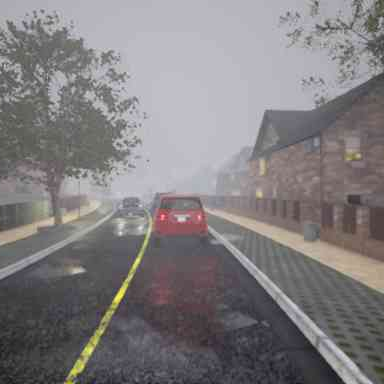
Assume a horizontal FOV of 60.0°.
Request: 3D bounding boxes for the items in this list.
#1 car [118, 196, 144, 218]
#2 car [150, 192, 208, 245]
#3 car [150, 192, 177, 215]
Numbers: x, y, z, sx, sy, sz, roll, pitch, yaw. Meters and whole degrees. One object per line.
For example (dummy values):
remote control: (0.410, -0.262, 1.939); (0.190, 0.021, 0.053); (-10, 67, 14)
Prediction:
car: (-5.172, 1.179, 28.463); (2.097, 1.767, 4.553); (0, 0, -9)
car: (-0.619, 1.129, 15.098); (2.150, 2.045, 5.566); (0, 0, -5)
car: (-2.900, 1.028, 32.828); (2.150, 2.045, 5.566); (0, 0, -10)
